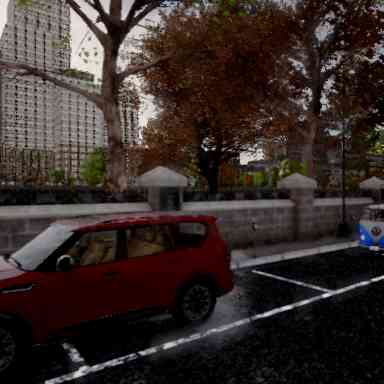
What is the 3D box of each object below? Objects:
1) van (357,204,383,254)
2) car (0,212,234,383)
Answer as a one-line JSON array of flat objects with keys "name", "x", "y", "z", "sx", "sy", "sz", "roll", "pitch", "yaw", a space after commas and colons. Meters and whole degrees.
[{"name": "van", "x": 7.613, "y": 1.296, "z": 11.990, "sx": 3.998, "sy": 1.788, "sz": 1.690, "roll": 0, "pitch": 0, "yaw": -36}, {"name": "car", "x": -1.554, "y": 1.309, "z": 5.451, "sx": 5.009, "sy": 1.841, "sz": 2.192, "roll": 0, "pitch": 0, "yaw": -35}]
